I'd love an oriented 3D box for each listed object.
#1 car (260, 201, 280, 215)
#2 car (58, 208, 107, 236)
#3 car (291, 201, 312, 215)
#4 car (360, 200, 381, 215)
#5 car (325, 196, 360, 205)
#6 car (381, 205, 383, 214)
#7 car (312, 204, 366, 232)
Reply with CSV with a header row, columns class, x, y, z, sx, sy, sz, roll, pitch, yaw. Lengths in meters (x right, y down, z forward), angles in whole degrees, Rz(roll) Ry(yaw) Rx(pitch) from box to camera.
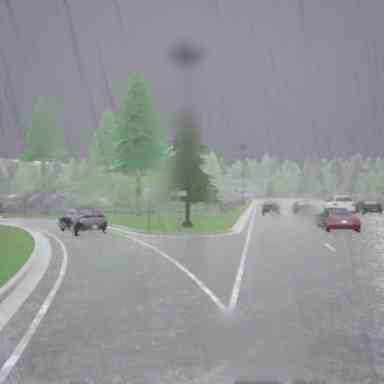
class,x,y,z,sx,sy,sz,roll,pitch,yaw
car,8.813,1.781,37.429,1.837,1.490,4.892,0,-1,11
car,-6.728,1.721,20.231,2.128,1.511,4.902,0,-1,-35
car,12.442,1.780,37.794,1.812,1.442,4.674,0,-1,11
car,19.416,1.676,36.901,1.882,1.535,5.008,0,-1,11
car,15.515,1.432,35.248,2.150,2.045,5.566,0,-1,11
car,11.909,1.425,17.181,2.097,1.767,4.553,0,-1,11
car,9.098,1.690,20.970,1.994,1.385,4.181,0,-1,11
